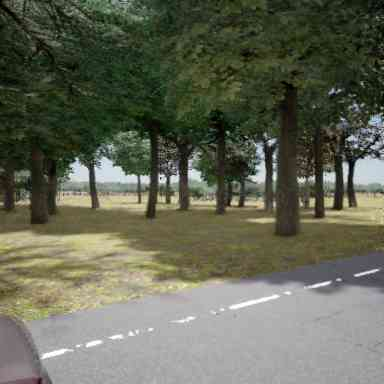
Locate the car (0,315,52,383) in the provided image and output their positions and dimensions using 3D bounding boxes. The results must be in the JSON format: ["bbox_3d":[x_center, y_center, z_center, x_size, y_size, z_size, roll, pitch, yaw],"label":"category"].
[{"bbox_3d":[-3.484,1.528,1.506,5.357,1.411,2.033,1,0,-35],"label":"car"}]
